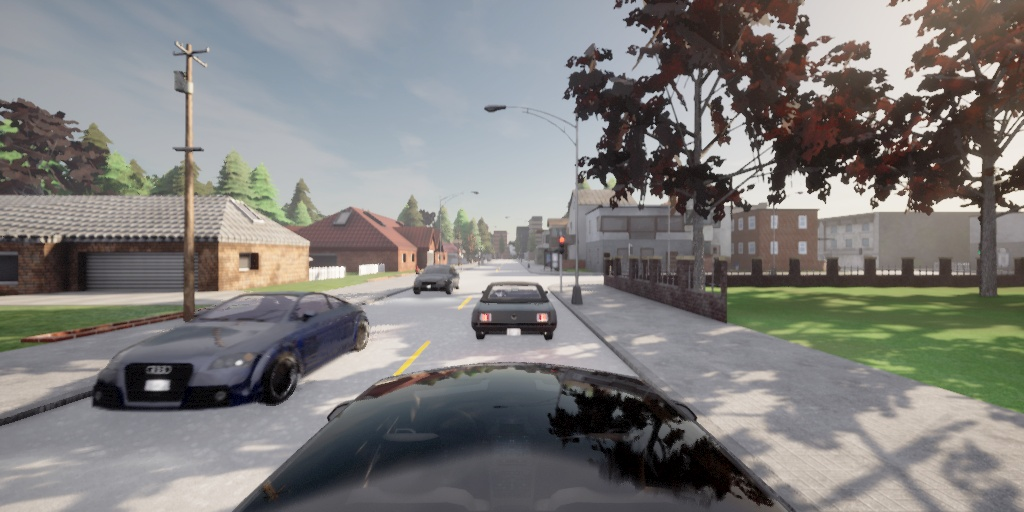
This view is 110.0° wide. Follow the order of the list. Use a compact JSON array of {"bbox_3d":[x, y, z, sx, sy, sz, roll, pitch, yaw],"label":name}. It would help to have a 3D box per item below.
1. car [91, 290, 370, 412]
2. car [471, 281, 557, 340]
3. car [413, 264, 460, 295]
[{"bbox_3d":[-4.090,1.310,6.138,1.994,1.385,4.181,0,0,0],"label":"car"},{"bbox_3d":[0.078,1.342,9.905,1.895,1.301,4.718,0,0,1],"label":"car"},{"bbox_3d":[-4.011,1.236,19.704,1.837,1.490,4.892,0,0,0],"label":"car"}]
